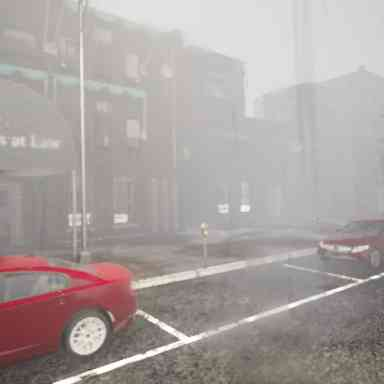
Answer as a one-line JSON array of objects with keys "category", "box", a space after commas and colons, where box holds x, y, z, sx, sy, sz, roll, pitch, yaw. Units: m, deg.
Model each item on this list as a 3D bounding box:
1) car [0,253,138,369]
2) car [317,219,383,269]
[{"category": "car", "box": [-2.944, 1.597, 4.420, 4.507, 1.381, 1.887, 0, -1, -37]}, {"category": "car", "box": [5.920, 1.587, 11.096, 4.206, 1.307, 1.802, 0, -1, -37]}]
